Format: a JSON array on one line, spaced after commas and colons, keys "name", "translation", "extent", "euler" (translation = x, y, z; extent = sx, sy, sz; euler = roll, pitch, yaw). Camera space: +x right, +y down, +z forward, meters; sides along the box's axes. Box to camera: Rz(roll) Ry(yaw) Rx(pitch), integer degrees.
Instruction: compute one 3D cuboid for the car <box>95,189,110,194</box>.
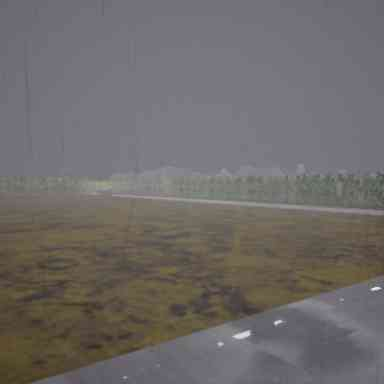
[{"name": "car", "translation": [-24.462, -0.229, 92.379], "extent": [1.882, 1.535, 5.008], "euler": [0, 1, -35]}]
